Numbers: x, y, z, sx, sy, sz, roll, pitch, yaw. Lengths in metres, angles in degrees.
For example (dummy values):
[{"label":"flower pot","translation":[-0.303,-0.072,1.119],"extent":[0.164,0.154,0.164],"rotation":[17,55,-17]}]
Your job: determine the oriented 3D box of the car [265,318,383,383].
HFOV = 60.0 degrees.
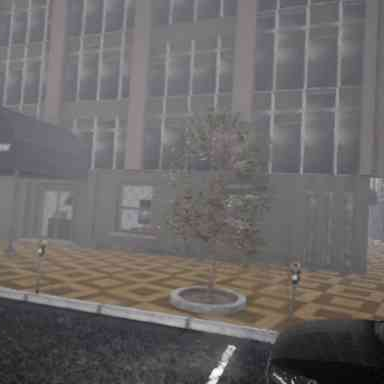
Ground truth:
[{"label":"car","translation":[3.177,1.839,3.083],"extent":[4.892,1.490,1.837],"rotation":[1,-3,19]}]
